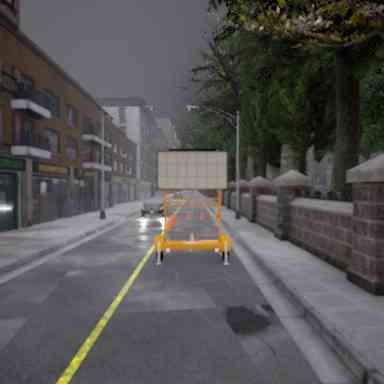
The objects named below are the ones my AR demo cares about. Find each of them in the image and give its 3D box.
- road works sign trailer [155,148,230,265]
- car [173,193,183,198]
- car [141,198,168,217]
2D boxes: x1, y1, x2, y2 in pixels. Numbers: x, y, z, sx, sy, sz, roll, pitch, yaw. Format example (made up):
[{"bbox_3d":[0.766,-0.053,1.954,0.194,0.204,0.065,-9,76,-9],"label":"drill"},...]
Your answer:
[{"bbox_3d":[0.017,0.344,11.200,2.380,3.560,2.880,0,1,0],"label":"road works sign trailer"},{"bbox_3d":[-2.900,0.874,68.949,1.994,1.385,4.181,0,1,0],"label":"car"},{"bbox_3d":[-3.057,1.238,27.754,1.812,1.442,4.674,0,1,0],"label":"car"}]
